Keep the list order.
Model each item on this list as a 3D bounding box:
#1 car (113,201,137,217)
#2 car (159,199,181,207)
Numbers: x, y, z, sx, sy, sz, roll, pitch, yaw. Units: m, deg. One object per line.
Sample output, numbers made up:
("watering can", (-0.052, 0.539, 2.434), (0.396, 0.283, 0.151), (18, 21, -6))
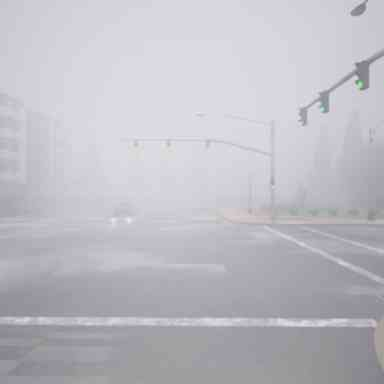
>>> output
("car", (-6.980, 1.740, 34.904), (1.837, 1.490, 4.892), (0, 1, 0))
("car", (-3.775, 1.946, 58.505), (2.033, 1.411, 5.357), (0, 0, 22))
